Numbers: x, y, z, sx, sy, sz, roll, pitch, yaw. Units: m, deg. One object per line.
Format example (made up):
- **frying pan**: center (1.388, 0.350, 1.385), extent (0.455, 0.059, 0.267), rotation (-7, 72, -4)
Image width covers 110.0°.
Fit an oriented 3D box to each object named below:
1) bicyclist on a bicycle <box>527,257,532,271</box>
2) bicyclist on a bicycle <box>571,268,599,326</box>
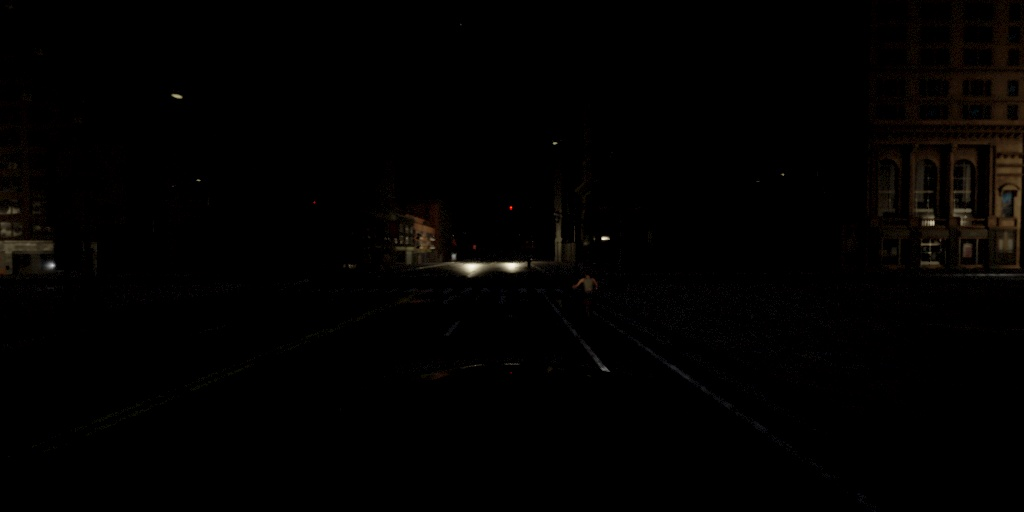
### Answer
- **bicyclist on a bicycle**: center (2.252, 1.050, 46.745), extent (0.659, 1.776, 1.843), rotation (0, 0, 0)
- **bicyclist on a bicycle**: center (2.200, 1.167, 10.605), extent (0.866, 1.612, 1.509), rotation (0, 0, 0)
